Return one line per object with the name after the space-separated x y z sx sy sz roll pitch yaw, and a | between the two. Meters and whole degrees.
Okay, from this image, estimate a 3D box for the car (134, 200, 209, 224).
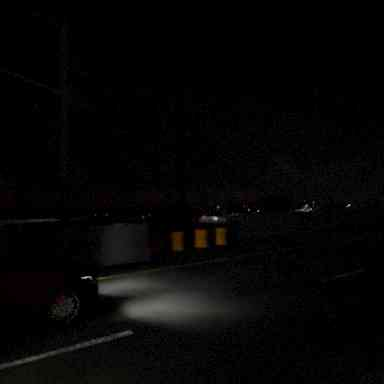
-1.422 1.497 24.473 4.892 1.490 1.837 0 0 -35 | car

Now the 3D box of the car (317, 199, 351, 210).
18.259 1.582 42.755 4.718 1.301 1.895 0 0 -36 | car

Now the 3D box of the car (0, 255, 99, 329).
-3.883 1.526 5.275 4.674 1.442 1.812 0 0 -36 | car

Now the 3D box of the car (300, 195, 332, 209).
17.405 1.333 46.531 4.553 1.767 2.097 0 0 -38 | car

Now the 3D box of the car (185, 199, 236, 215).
2.002 1.537 35.480 5.357 1.411 2.033 0 0 -35 | car

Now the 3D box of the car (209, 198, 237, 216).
3.512 1.341 32.275 4.553 1.767 2.097 0 0 -35 | car

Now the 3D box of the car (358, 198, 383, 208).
22.649 1.471 41.793 4.902 1.511 2.128 0 0 -38 | car

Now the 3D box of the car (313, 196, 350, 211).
15.227 1.475 36.245 4.902 1.511 2.128 0 0 -35 | car

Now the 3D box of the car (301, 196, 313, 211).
10.991 1.477 37.548 4.902 1.511 2.128 0 0 -35 | car

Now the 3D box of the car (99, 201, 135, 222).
-4.489 1.498 26.585 4.892 1.490 1.837 0 0 -35 | car

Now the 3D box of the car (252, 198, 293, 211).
9.975 1.476 41.086 4.902 1.511 2.128 0 0 -35 | car

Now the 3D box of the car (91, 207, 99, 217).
-6.434 1.595 29.497 4.718 1.301 1.895 0 0 -35 | car

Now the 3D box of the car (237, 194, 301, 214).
7.181 1.210 30.587 5.566 2.045 2.150 0 0 -36 | car
